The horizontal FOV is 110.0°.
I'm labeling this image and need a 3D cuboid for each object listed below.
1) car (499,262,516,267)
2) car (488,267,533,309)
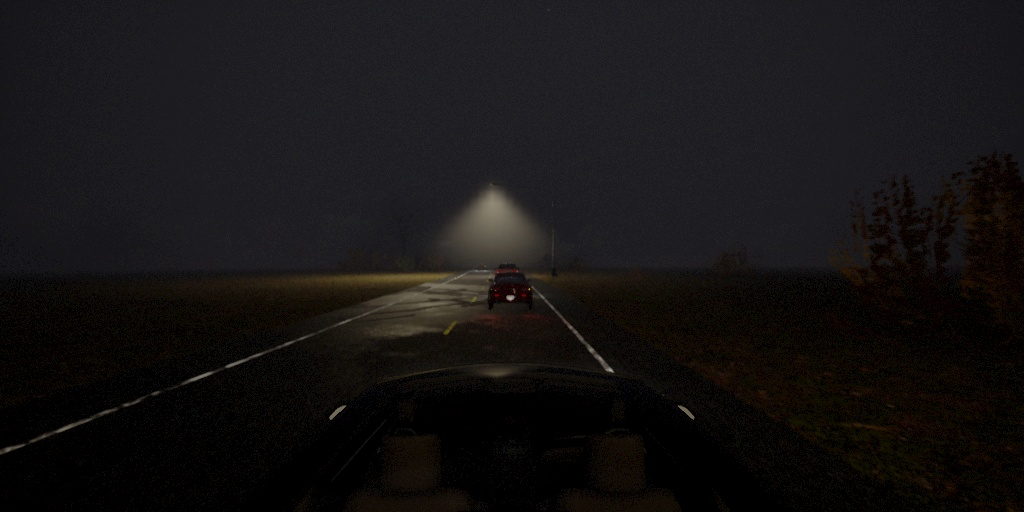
[{"bbox_3d":[-0.391,1.377,30.336,2.097,1.767,4.553,0,-1,-1],"label":"car"},{"bbox_3d":[-0.075,1.412,15.805,1.812,1.442,4.674,0,0,0],"label":"car"}]
